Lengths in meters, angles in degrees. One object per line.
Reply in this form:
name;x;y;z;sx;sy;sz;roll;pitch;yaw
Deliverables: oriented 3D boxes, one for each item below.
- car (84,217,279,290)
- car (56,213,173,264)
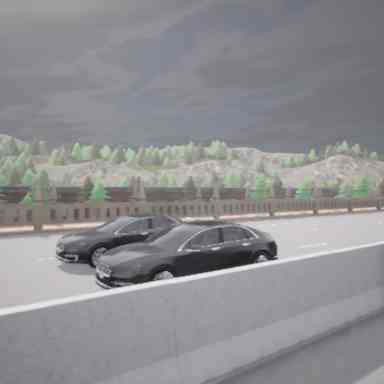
car;0.091;1.505;8.357;4.892;1.490;1.837;0;0;-36
car;-1.943;1.504;11.205;4.892;1.490;1.837;0;0;-36
